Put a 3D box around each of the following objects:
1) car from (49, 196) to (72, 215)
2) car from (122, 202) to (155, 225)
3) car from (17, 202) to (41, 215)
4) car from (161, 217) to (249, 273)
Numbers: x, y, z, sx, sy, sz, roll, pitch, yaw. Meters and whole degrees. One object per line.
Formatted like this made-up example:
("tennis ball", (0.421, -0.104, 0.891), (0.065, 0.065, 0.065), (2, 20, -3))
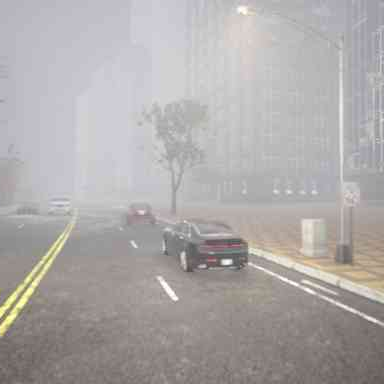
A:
("car", (-14.919, 1.475, 37.872), (2.150, 2.045, 5.566), (1, -1, -19))
("car", (-4.275, 1.581, 26.084), (2.097, 1.767, 4.553), (1, -1, -17))
("car", (-18.010, 1.773, 36.854), (1.994, 1.385, 4.181), (1, -1, -19))
("car", (0.238, 1.625, 11.251), (1.837, 1.490, 4.892), (1, 0, -17))
